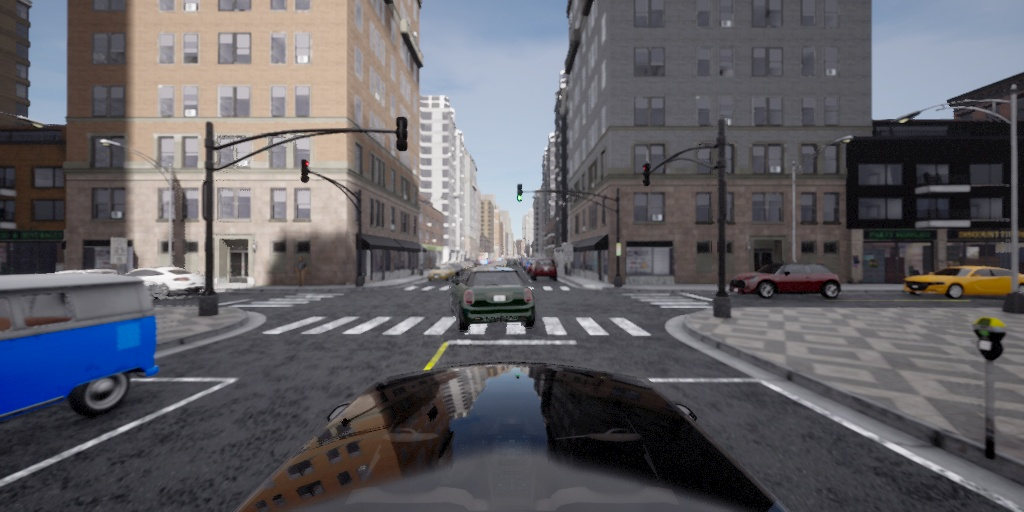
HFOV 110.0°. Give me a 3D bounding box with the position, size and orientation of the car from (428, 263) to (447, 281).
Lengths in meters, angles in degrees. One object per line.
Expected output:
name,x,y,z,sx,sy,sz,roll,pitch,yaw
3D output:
car,-5.859,1.321,30.229,1.751,1.417,4.829,0,0,0

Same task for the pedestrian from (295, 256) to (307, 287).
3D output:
pedestrian,-12.553,0.921,21.351,0.375,1.860,0.375,0,0,1

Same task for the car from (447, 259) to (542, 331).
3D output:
car,-0.799,1.113,11.401,2.097,1.767,4.553,0,0,-13

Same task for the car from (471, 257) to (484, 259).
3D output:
car,-5.860,1.133,53.020,2.192,1.841,5.009,0,0,0

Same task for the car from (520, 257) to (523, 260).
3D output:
car,2.665,1.349,58.826,1.751,1.417,4.829,0,0,0

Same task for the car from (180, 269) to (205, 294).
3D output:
car,-18.408,1.296,18.415,4.674,1.442,1.812,0,0,1

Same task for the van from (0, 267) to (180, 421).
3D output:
van,-5.858,1.096,3.381,1.690,1.789,3.998,0,0,0

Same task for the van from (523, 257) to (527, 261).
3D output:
van,2.666,1.154,47.343,1.690,1.789,3.998,0,0,0

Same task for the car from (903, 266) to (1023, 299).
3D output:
car,22.525,1.250,17.780,5.008,1.535,1.882,0,0,1

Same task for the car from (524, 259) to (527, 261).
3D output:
car,2.666,1.353,41.685,1.888,1.381,4.507,0,0,0

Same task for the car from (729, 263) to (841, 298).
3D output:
car,13.458,1.122,17.926,4.553,1.767,2.097,0,0,1

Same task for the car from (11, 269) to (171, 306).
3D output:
car,-17.630,1.286,15.189,4.674,1.442,1.812,0,0,1

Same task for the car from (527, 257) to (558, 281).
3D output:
car,2.667,1.110,30.372,2.192,1.841,5.009,0,0,0
